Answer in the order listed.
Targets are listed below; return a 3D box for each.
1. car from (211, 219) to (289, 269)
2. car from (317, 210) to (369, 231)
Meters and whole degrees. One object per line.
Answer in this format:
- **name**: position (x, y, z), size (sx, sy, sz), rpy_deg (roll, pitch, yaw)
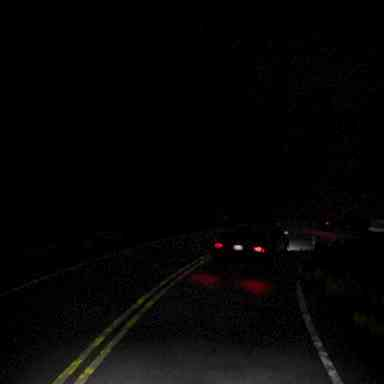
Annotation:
- **car**: position (2.296, 1.707, 11.992), size (2.033, 1.411, 5.357), rpy_deg (2, 0, 23)
- **car**: position (10.957, 2.024, 23.852), size (5.008, 1.535, 1.882), rpy_deg (2, 2, -40)
